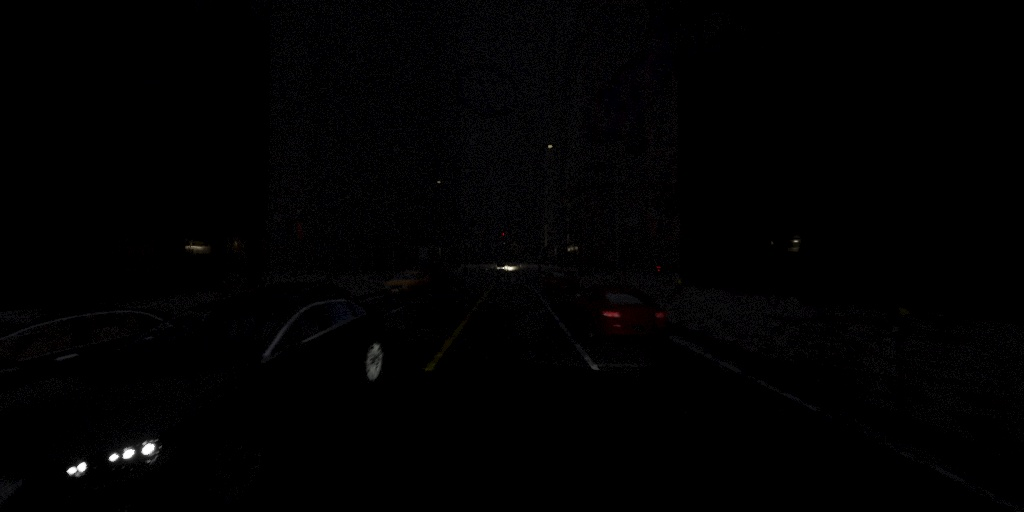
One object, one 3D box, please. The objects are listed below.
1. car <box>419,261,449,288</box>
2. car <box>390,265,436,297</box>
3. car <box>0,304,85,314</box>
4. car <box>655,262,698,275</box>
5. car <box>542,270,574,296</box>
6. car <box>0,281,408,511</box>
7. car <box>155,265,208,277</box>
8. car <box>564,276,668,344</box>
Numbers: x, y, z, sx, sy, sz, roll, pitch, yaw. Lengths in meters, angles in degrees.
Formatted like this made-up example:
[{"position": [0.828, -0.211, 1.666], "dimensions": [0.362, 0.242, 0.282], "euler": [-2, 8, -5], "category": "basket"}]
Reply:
[{"position": [-5.846, 1.288, 25.960], "dimensions": [2.192, 1.841, 5.009], "euler": [0, 0, 0], "category": "car"}, {"position": [-5.848, 1.443, 20.331], "dimensions": [1.751, 1.417, 4.829], "euler": [0, 0, 0], "category": "car"}, {"position": [-5.855, 1.320, 4.125], "dimensions": [2.007, 1.370, 4.403], "euler": [0, 0, 0], "category": "car"}, {"position": [19.783, 1.512, 43.194], "dimensions": [4.892, 1.490, 1.837], "euler": [0, -1, 0], "category": "car"}, {"position": [2.677, 1.463, 20.495], "dimensions": [1.888, 1.381, 4.507], "euler": [0, 0, 0], "category": "car"}, {"position": [-3.099, 1.263, 4.358], "dimensions": [2.128, 1.511, 4.902], "euler": [0, 0, 0], "category": "car"}, {"position": [-39.863, 1.771, 43.178], "dimensions": [5.357, 1.411, 2.033], "euler": [0, -1, 0], "category": "car"}, {"position": [2.673, 1.398, 9.577], "dimensions": [1.802, 1.307, 4.207], "euler": [0, 0, 0], "category": "car"}]
